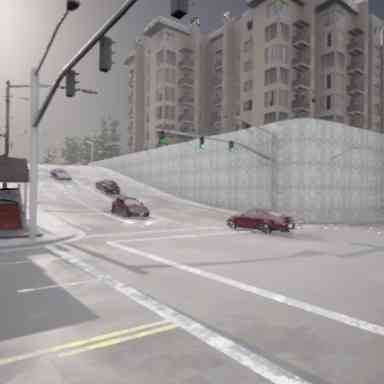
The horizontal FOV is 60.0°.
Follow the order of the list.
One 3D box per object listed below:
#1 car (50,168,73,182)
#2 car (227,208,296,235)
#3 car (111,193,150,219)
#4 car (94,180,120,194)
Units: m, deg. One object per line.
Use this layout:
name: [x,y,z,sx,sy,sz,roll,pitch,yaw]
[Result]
car: [-17.608,-2.383,44.686,2.033,1.411,5.357,1,12,-36]
car: [4.162,1.727,20.455,1.812,1.442,4.674,1,-1,-36]
car: [-5.141,1.212,27.220,1.812,1.442,4.674,1,5,-36]
car: [-10.395,-0.741,40.765,1.837,1.490,4.892,1,10,-36]
